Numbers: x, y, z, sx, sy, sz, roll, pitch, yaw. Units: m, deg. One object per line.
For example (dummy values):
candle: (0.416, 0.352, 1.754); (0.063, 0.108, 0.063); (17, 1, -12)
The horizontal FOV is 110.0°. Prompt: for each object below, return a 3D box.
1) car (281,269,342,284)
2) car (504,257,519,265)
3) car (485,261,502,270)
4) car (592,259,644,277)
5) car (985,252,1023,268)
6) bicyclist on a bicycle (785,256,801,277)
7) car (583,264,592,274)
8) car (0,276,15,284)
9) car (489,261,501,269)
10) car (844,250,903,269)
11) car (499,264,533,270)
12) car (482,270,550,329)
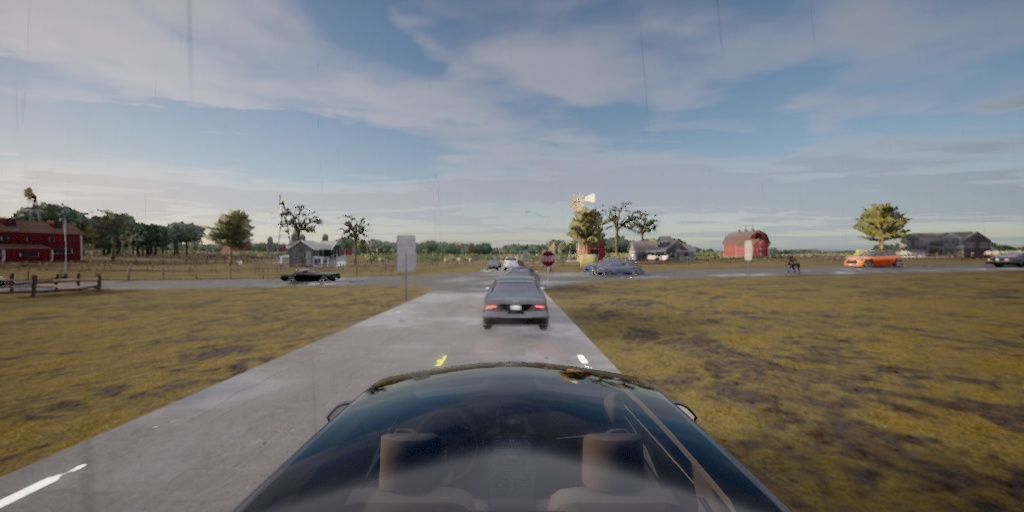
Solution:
car: (-18.402, 1.842, 32.997); (4.718, 1.301, 1.895); (-1, 1, 0)
car: (-0.135, 1.201, 57.028); (2.150, 2.045, 5.566); (0, 0, 0)
car: (-2.981, 1.477, 55.378); (1.837, 1.490, 4.892); (0, 0, -1)
car: (9.914, 1.207, 33.033); (4.181, 1.385, 1.994); (-1, 1, 0)
car: (47.378, 0.345, 33.123); (5.357, 1.411, 2.033); (-1, 1, 0)
bicyclist on a bicycle: (22.855, 0.850, 29.150); (0.582, 1.620, 1.656); (-1, -1, 0)
car: (9.908, 1.055, 37.089); (5.008, 1.535, 1.882); (-1, 1, 7)
car: (-49.451, 2.160, 33.002); (5.357, 1.411, 2.033); (0, 1, 0)
car: (-3.027, 1.624, 65.390); (1.895, 1.301, 4.718); (0, 0, 0)
car: (36.983, 0.315, 36.750); (4.553, 1.767, 2.097); (-1, 1, 0)
car: (0.705, 1.391, 23.077); (1.994, 1.385, 4.181); (0, 0, 9)
car: (0.100, 1.331, 11.360); (2.033, 1.411, 5.357); (0, 0, 0)
